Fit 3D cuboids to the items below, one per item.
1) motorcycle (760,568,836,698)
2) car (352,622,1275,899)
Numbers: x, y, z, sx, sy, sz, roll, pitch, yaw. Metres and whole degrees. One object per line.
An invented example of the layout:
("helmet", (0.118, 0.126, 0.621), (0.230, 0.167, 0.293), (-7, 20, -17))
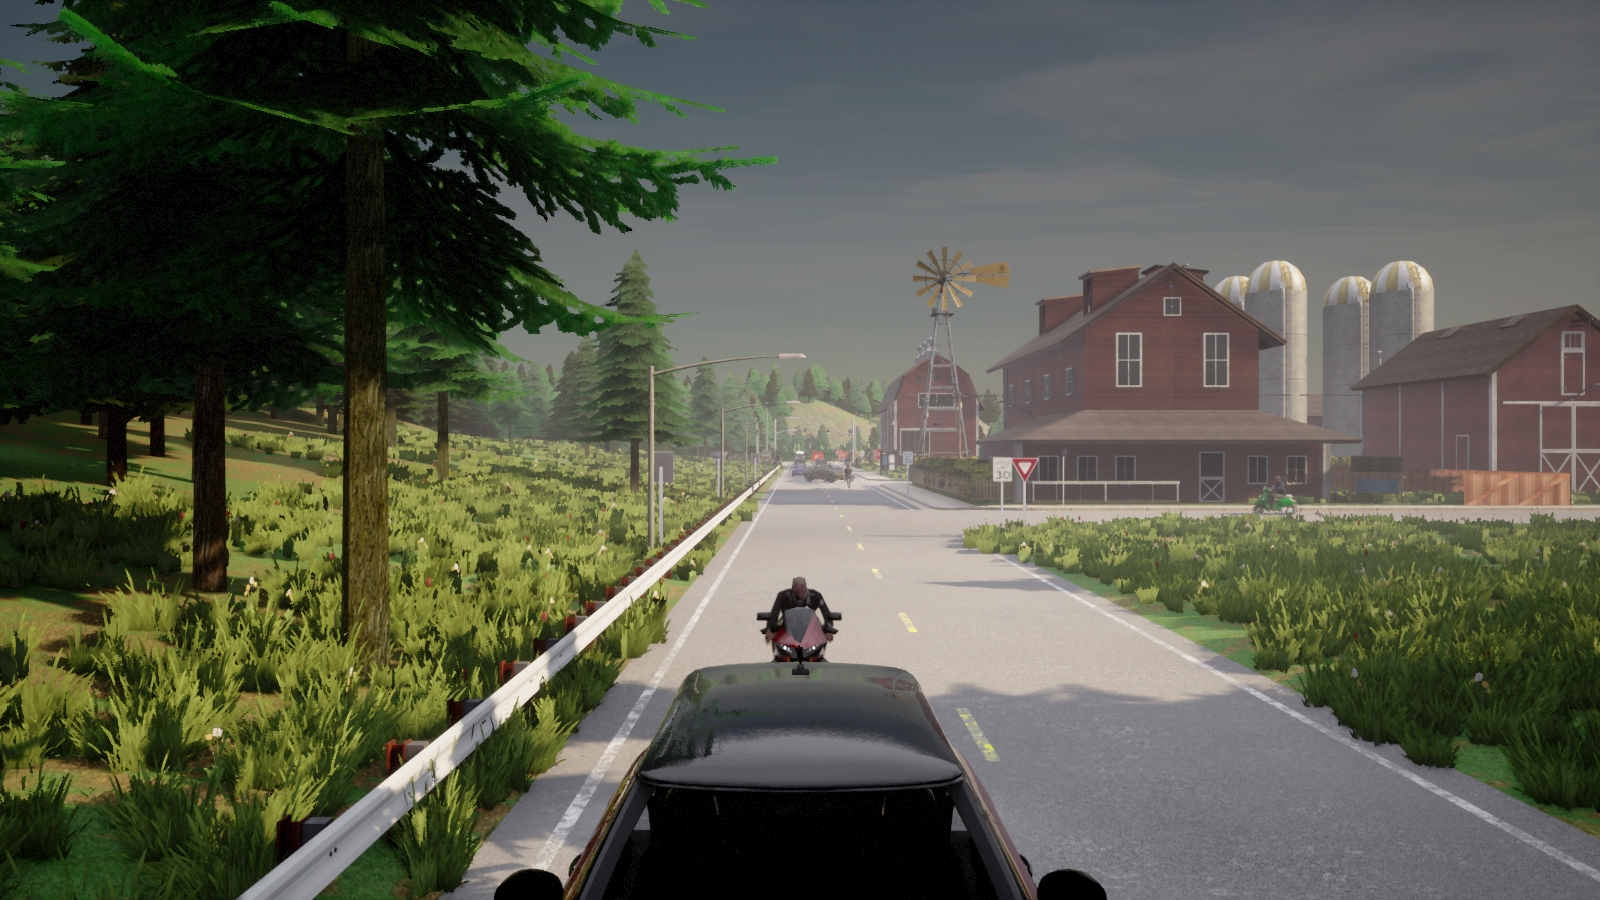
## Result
("motorcycle", (-0.022, 2.205, 14.157), (0.867, 1.251, 2.209), (0, 0, 0))
("car", (0.033, 1.906, 4.501), (2.097, 1.767, 4.553), (0, 0, 0))
